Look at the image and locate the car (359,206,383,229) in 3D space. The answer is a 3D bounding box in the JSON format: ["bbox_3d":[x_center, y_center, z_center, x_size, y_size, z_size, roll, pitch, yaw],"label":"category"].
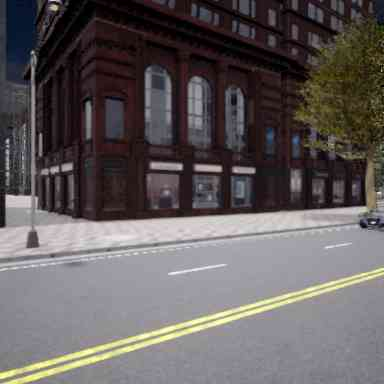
[{"bbox_3d":[12.040,1.565,20.252,4.181,1.385,1.994,0,0,-35],"label":"car"}]
